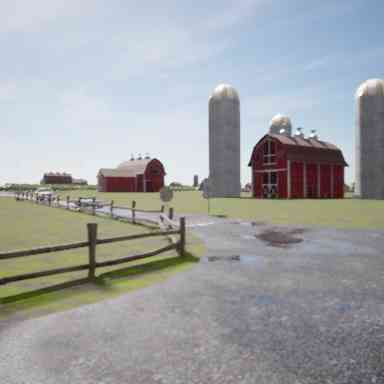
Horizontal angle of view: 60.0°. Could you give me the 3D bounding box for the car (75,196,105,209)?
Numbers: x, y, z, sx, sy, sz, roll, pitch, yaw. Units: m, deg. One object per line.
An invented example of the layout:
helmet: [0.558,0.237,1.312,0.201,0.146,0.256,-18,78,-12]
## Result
car: [-10.941,1.079,35.678,1.895,1.301,4.718,-1,1,-36]

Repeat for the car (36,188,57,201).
car: [-23.241,0.344,52.850,2.150,2.045,5.566,-1,1,-36]
